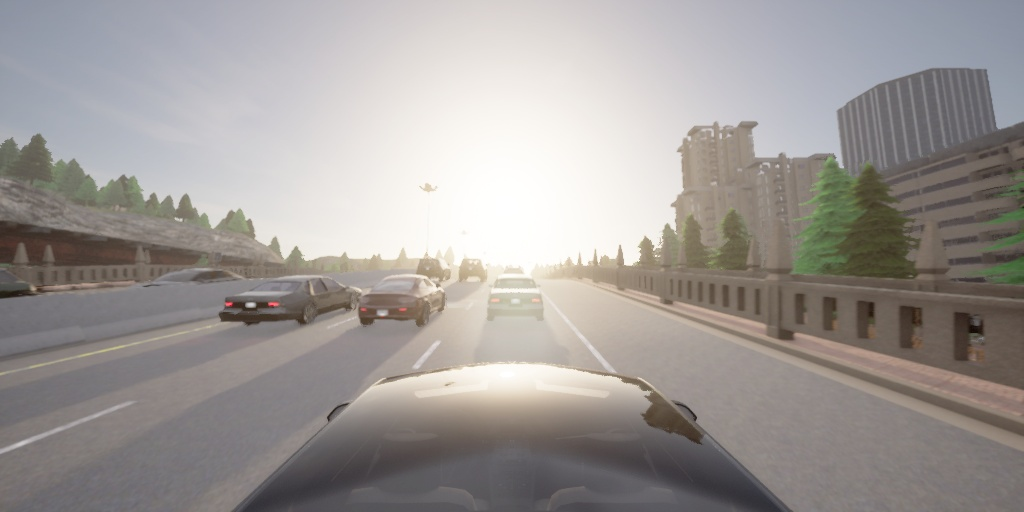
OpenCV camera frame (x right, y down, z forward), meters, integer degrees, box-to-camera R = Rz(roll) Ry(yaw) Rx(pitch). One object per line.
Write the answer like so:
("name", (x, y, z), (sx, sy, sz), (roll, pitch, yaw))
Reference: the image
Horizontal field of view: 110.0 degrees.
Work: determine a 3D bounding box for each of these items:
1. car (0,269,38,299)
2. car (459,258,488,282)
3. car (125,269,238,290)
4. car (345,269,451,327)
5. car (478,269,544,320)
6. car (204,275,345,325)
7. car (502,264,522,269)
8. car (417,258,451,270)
("car", (-17.599, 1.154, 10.512), (2.097, 1.767, 4.553), (0, 0, 0))
("car", (-3.396, 1.229, 32.008), (2.150, 2.045, 5.566), (0, -2, 0))
("car", (-14.098, 1.337, 15.814), (1.837, 1.490, 4.892), (0, 0, 0))
("car", (-3.412, 1.334, 11.737), (1.812, 1.442, 4.674), (0, 0, 0))
("car", (0.101, 1.363, 12.854), (2.033, 1.411, 5.357), (0, 0, 0))
("car", (-6.899, 1.358, 11.975), (2.033, 1.411, 5.357), (0, 0, 0))
("car", (0.104, 1.530, 32.960), (2.128, 1.511, 4.902), (0, -2, 0))
("car", (-6.896, 1.228, 31.992), (2.150, 2.045, 5.566), (0, -2, 0))
